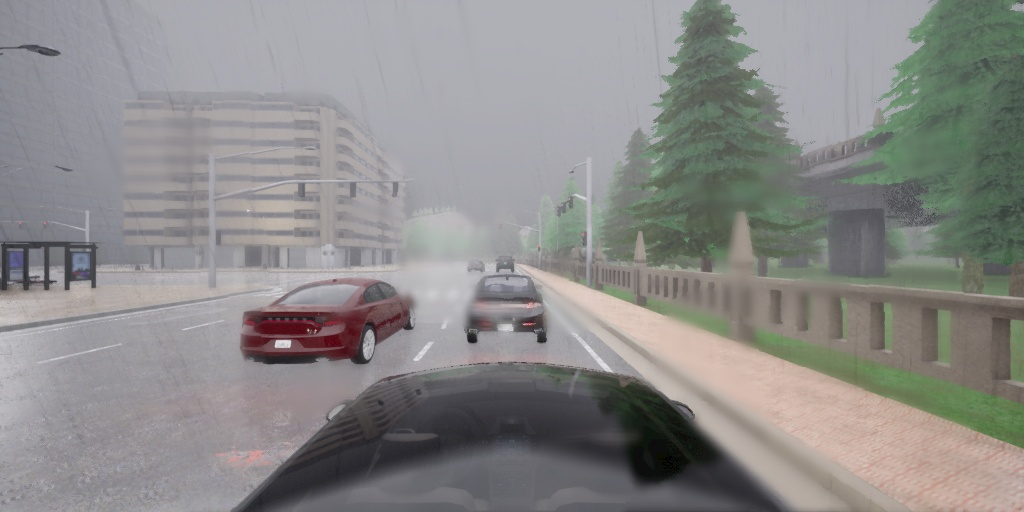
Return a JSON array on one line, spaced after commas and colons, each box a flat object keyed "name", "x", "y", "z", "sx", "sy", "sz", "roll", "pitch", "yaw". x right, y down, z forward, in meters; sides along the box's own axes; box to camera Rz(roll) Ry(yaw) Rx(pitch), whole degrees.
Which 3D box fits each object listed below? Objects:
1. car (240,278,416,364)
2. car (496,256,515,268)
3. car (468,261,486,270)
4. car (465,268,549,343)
[{"name": "car", "x": -3.596, "y": 1.228, "z": 8.095, "sx": 1.882, "sy": 1.535, "sz": 5.008, "roll": 0, "pitch": 0, "yaw": 0}, {"name": "car", "x": -0.858, "y": 0.971, "z": 44.922, "sx": 2.150, "sy": 2.045, "sz": 5.566, "roll": 0, "pitch": 0, "yaw": -1}, {"name": "car", "x": -4.366, "y": 1.297, "z": 44.764, "sx": 2.033, "sy": 1.411, "sz": 5.357, "roll": 0, "pitch": 0, "yaw": -1}, {"name": "car", "x": -0.128, "y": 1.241, "z": 9.656, "sx": 2.128, "sy": 1.511, "sz": 4.902, "roll": 0, "pitch": 0, "yaw": -1}]
